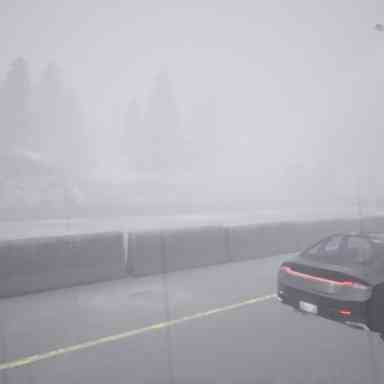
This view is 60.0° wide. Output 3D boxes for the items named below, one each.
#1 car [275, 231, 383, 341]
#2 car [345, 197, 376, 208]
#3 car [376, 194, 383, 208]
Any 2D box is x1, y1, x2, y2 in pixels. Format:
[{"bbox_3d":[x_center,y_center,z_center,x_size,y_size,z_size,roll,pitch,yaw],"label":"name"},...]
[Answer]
[{"bbox_3d":[3.714,1.518,6.389,4.902,1.511,2.128,0,0,-35],"label":"car"},{"bbox_3d":[23.167,1.391,46.217,4.674,1.442,1.812,0,0,-35],"label":"car"},{"bbox_3d":[26.764,1.068,44.465,5.566,2.045,2.150,0,0,-35],"label":"car"}]
